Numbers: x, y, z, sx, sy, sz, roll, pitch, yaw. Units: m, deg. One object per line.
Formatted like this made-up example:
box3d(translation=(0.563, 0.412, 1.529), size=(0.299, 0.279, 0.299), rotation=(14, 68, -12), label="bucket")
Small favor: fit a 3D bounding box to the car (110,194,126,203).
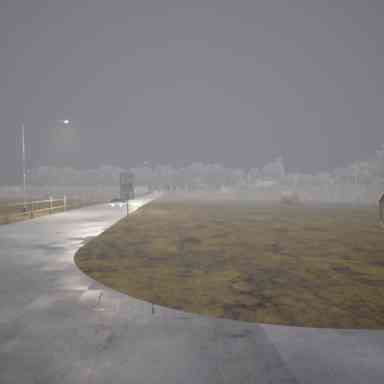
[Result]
box3d(translation=(-11.416, 1.004, 51.839), size=(1.994, 1.385, 4.181), rotation=(-1, 0, -4), label="car")
